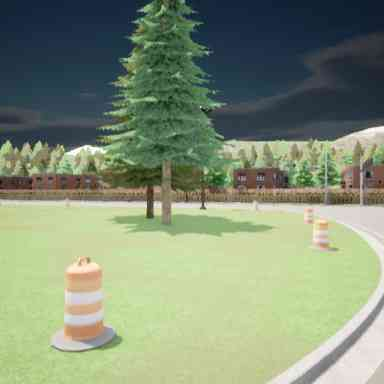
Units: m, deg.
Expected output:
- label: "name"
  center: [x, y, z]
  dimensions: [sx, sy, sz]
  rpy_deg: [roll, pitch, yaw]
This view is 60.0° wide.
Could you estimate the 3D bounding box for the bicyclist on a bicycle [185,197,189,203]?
- label: "bicyclist on a bicycle"
  center: [-0.943, 1.272, 61.529]
  dimensions: [0.582, 1.620, 1.656]
  rpy_deg: [0, 0, 21]
